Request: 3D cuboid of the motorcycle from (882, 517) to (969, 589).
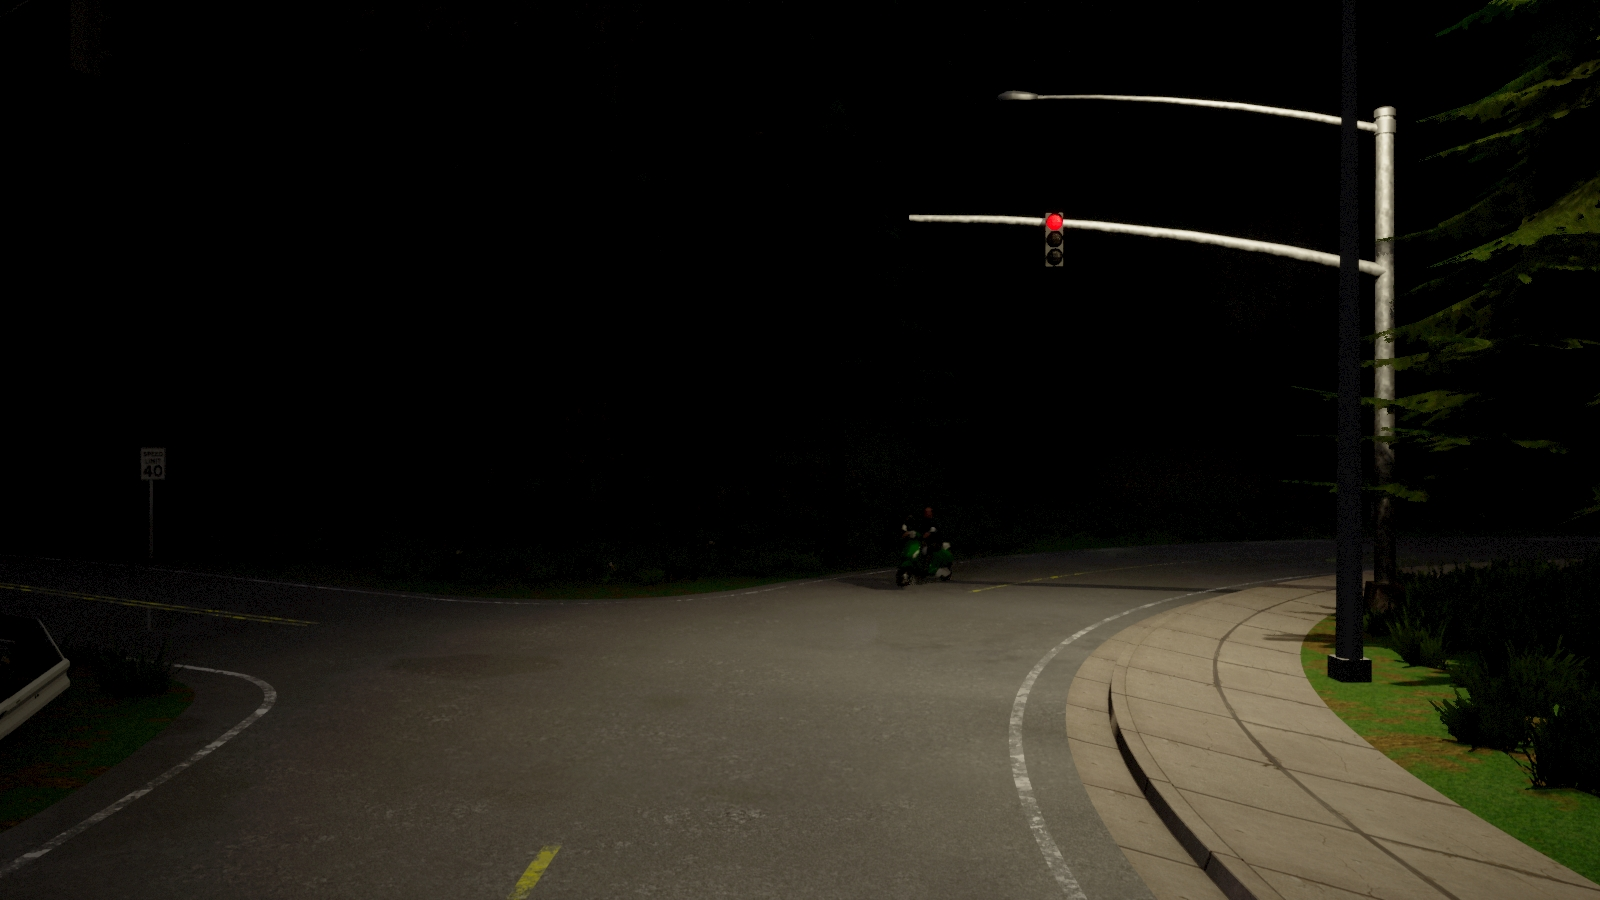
[{"bbox_3d":[2.630,2.115,23.848,1.805,1.316,0.856,0,1,-44],"label":"motorcycle"}]
